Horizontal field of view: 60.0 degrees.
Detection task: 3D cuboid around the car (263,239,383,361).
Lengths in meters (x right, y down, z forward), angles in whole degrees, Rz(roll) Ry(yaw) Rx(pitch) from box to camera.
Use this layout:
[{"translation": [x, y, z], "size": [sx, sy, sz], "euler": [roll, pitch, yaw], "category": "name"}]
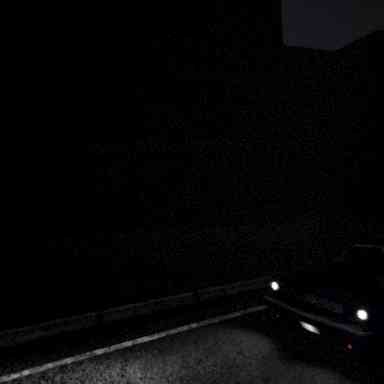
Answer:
[{"translation": [3.514, 1.574, 5.819], "size": [4.718, 1.301, 1.895], "euler": [0, 0, -32], "category": "car"}]
